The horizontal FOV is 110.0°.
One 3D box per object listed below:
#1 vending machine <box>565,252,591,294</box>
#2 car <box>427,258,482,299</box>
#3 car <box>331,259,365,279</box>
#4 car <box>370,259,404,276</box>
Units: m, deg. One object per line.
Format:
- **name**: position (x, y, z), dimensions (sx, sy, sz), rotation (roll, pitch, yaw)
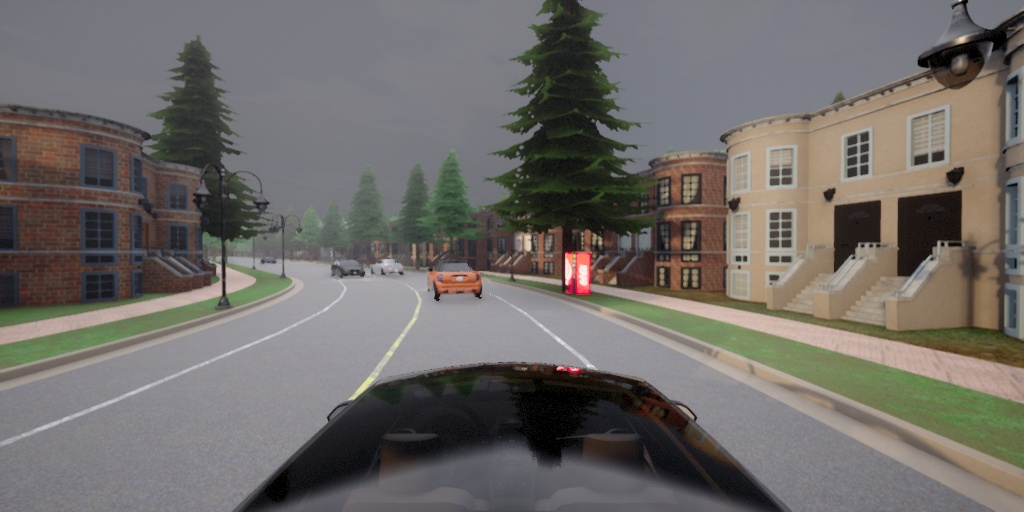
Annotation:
- **vending machine**: position (3.075, 0.816, 16.765), dimensions (1.100, 2.100, 0.880), rotation (0, 0, -17)
- **car**: position (-2.890, 0.969, 17.254), dimensions (2.097, 1.767, 4.553), rotation (0, 1, -18)
- **car**: position (-13.536, 1.018, 29.474), dimensions (1.837, 1.490, 4.892), rotation (0, 0, -38)
- **car**: position (-11.403, 1.011, 32.657), dimensions (1.812, 1.442, 4.674), rotation (0, 0, -38)
